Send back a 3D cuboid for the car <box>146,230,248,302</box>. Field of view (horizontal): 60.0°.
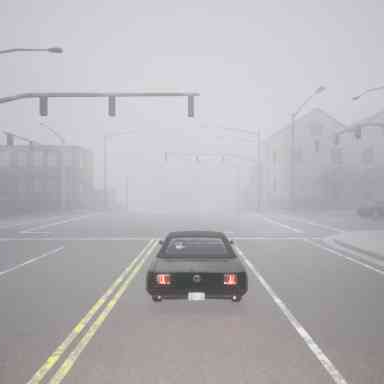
[{"bbox_3d":[0.106,1.601,8.234,1.895,1.301,4.718,0,0,0],"label":"car"}]

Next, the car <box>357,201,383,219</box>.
[{"bbox_3d":[16.674,1.477,28.200,5.008,1.535,1.882,0,0,-1],"label":"car"}]
